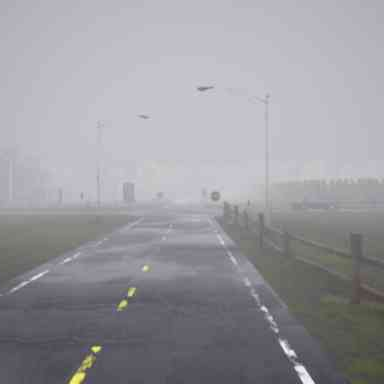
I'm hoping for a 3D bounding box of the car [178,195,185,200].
[{"bbox_3d":[-2.859,1.345,89.610,1.895,1.301,4.718,0,0,0],"label":"car"}]

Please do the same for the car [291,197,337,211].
[{"bbox_3d":[13.874,1.362,37.857,5.008,1.535,1.882,-1,-1,0],"label":"car"}]
